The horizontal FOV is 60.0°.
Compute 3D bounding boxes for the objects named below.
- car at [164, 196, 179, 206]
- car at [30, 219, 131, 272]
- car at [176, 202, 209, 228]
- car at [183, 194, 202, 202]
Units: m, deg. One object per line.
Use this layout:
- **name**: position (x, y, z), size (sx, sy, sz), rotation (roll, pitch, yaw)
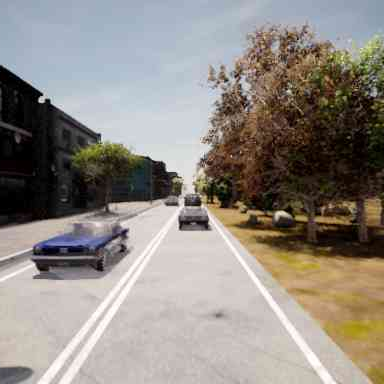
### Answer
- **car**: position (-3.302, 1.428, 54.111), size (2.097, 1.767, 4.553), rotation (0, 0, 1)
- **car**: position (-3.352, 1.602, 10.913), size (1.895, 1.301, 4.718), rotation (0, 0, 0)
- **car**: position (0.096, 1.602, 22.098), size (1.895, 1.301, 4.718), rotation (0, 0, 0)
- **car**: position (0.093, 1.231, 42.755), size (2.150, 2.045, 5.566), rotation (0, 0, 0)
